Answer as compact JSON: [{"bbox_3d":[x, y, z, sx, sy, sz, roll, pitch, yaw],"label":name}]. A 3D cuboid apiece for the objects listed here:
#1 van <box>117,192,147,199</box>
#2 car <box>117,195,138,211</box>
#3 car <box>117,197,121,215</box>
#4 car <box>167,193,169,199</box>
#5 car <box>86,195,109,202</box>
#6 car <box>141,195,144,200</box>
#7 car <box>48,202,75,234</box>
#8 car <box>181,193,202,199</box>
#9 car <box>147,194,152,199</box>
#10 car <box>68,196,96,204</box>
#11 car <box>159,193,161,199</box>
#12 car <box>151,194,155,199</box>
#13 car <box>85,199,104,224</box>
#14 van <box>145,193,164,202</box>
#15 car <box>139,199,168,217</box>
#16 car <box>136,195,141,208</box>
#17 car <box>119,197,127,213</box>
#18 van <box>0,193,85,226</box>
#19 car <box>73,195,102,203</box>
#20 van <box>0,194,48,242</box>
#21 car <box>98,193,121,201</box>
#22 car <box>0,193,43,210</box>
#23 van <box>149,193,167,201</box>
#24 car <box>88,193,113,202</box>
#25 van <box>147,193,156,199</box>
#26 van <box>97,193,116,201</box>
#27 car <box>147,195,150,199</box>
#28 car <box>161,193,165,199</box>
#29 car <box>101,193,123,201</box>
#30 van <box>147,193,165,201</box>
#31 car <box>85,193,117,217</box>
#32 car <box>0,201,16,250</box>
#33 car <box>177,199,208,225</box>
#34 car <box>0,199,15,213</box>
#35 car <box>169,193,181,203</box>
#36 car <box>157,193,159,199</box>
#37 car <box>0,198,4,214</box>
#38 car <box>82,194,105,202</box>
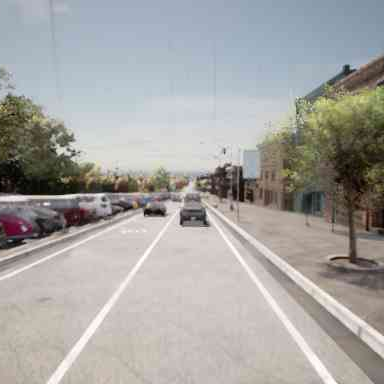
[{"bbox_3d":[-8.807,1.229,44.744,4.442,1.987,1.878,0,0,0],"label":"van"},{"bbox_3d":[-8.900,1.435,36.336,5.008,1.535,2.097,0,0,0],"label":"car"},{"bbox_3d":[-8.883,1.431,27.931,4.892,1.521,2.231,0,0,0],"label":"car"},{"bbox_3d":[-8.988,1.309,86.794,5.566,2.045,2.435,0,0,0],"label":"car"},{"bbox_3d":[-22.048,1.569,77.873,4.792,1.488,2.163,0,0,0],"label":"car"},{"bbox_3d":[-8.947,1.478,41.940,4.792,1.488,2.163,0,0,0],"label":"car"},{"bbox_3d":[-8.858,1.439,16.714,4.892,1.521,2.231,0,0,0],"label":"car"},{"bbox_3d":[0.062,1.196,41.794,2.150,2.045,5.566,0,0,-1],"label":"car"},{"bbox_3d":[-8.907,1.499,50.350,4.792,1.488,2.163,0,0,0],"label":"car"},{"bbox_3d":[-22.058,1.513,66.769,4.892,1.521,2.231,0,0,0],"label":"car"},{"bbox_3d":[-8.936,1.379,64.366,4.553,1.767,2.185,0,0,0],"label":"car"},{"bbox_3d":[-8.937,1.476,53.153,5.008,1.535,2.097,0,0,0],"label":"car"},{"bbox_3d":[-8.870,1.434,22.320,5.008,1.535,2.097,0,0,0],"label":"car"},{"bbox_3d":[-9.121,1.321,81.186,4.442,1.987,1.878,0,0,0],"label":"van"},{"bbox_3d":[-3.374,1.563,30.957,1.895,1.301,4.718,0,0,0],"label":"car"},{"bbox_3d":[-9.097,1.438,39.136,5.366,1.575,1.946,0,0,0],"label":"car"},{"bbox_3d":[-8.864,1.460,30.729,4.792,1.488,2.163,0,0,0],"label":"car"},{"bbox_3d":[-8.985,1.210,19.516,4.442,1.987,1.878,0,0,0],"label":"van"},{"bbox_3d":[-21.873,1.516,69.546,5.366,1.575,1.946,0,0,0],"label":"car"},{"bbox_3d":[-8.743,1.214,13.910,4.442,1.987,1.878,0,0,0],"label":"van"},{"bbox_3d":[-22.129,1.316,88.976,5.566,2.045,2.435,0,0,0],"label":"car"},{"bbox_3d":[-21.968,1.197,41.546,5.566,2.045,2.435,0,0,0],"label":"car"},{"bbox_3d":[-9.139,1.342,89.594,4.442,1.987,1.878,0,0,0],"label":"van"},{"bbox_3d":[-22.111,1.295,80.649,5.566,2.045,2.435,0,0,0],"label":"car"},{"bbox_3d":[-8.832,1.257,55.957,4.442,1.987,1.878,0,0,0],"label":"van"},{"bbox_3d":[-22.211,1.335,86.199,4.442,1.987,1.878,0,0,0],"label":"van"},{"bbox_3d":[-8.901,1.492,47.546,4.792,1.488,2.163,0,0,0],"label":"car"},{"bbox_3d":[-8.945,1.260,67.170,5.566,2.045,2.435,0,0,0],"label":"car"},{"bbox_3d":[-22.078,1.318,91.753,5.566,2.045,2.435,0,0,0],"label":"car"},{"bbox_3d":[-9.127,1.328,83.989,4.442,1.987,1.878,0,0,0],"label":"van"},{"bbox_3d":[-8.909,1.181,25.123,5.566,2.045,2.435,0,0,0],"label":"car"},{"bbox_3d":[-8.823,1.316,11.105,4.553,1.767,2.185,0,0,0],"label":"car"},{"bbox_3d":[0.080,1.470,24.032,1.837,1.490,4.892,0,0,0],"label":"car"},{"bbox_3d":[-21.982,1.476,35.976,4.674,1.452,2.002,0,0,0],"label":"car"},{"bbox_3d":[-3.311,1.372,72.731,2.097,1.767,4.553,0,0,0],"label":"car"},{"bbox_3d":[-8.930,1.372,61.563,4.553,1.767,2.185,0,0,0],"label":"car"},{"bbox_3d":[-21.973,1.433,33.316,5.008,1.535,2.097,0,0,0],"label":"car"},{"bbox_3d":[-22.101,1.407,75.096,4.553,1.767,2.185,0,0,0],"label":"car"}]
